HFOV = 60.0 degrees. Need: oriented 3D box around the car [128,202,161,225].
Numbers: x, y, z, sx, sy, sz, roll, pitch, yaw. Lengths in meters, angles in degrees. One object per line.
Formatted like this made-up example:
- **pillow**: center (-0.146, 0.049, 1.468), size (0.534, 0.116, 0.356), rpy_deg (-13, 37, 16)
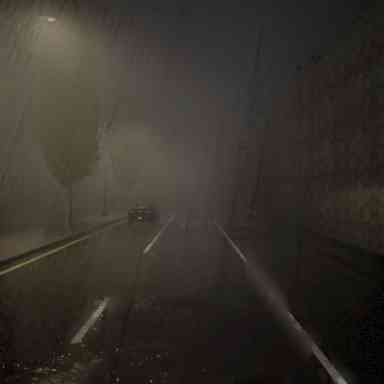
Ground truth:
- **car**: center (-3.399, 1.497, 24.172), size (2.128, 1.511, 4.902), rpy_deg (0, 0, 0)
